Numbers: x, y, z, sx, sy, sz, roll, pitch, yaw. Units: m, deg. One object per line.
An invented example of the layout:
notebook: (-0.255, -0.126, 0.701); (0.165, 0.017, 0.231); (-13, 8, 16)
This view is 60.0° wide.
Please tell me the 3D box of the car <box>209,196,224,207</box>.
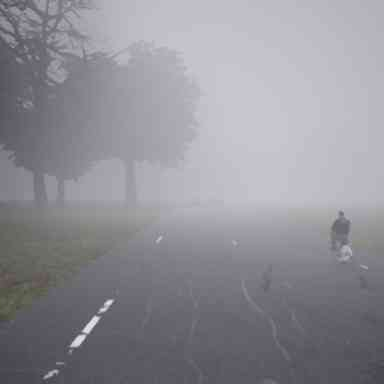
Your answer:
car: (4.316, 1.688, 55.216); (2.033, 1.411, 5.357); (1, 0, 1)

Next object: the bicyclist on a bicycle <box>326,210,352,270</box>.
bicyclist on a bicycle: (4.582, 1.443, 10.435); (0.659, 1.776, 1.843); (1, 0, 1)

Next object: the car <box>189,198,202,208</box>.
car: (0.607, 1.627, 51.683); (1.812, 1.442, 4.674); (1, 0, 1)
